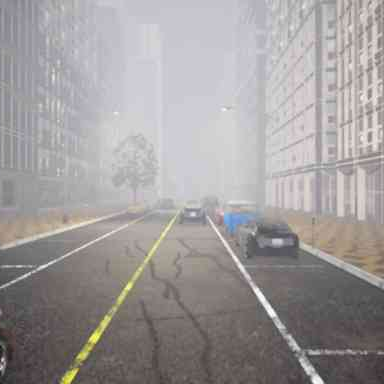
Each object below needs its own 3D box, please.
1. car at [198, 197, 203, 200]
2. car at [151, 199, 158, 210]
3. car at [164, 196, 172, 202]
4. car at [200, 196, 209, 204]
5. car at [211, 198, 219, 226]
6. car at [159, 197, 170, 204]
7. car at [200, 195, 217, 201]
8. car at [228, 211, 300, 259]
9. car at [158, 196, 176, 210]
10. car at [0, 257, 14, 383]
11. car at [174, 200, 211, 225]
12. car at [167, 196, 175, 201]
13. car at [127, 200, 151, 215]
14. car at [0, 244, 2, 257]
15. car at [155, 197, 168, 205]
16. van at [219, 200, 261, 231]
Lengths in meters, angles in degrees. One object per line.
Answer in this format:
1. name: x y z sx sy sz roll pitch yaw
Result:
1. car: 0.037 1.651 41.538 1.994 1.385 4.181 0 0 0
2. car: -5.750 1.637 40.955 2.008 1.369 4.403 0 0 0
3. car: -5.810 1.721 80.800 1.802 1.307 4.206 0 0 0
4. car: 2.588 1.652 69.586 1.752 1.417 4.829 0 0 0
5. car: 2.657 1.496 23.880 1.967 1.590 4.097 0 0 0
6. car: -5.793 1.693 69.417 1.947 1.339 4.313 0 0 0
7. car: 2.624 1.410 46.649 2.192 1.841 5.009 0 0 0
8. car: 2.674 1.597 12.494 1.947 1.339 4.313 0 0 0
9. car: -3.157 1.569 44.147 1.882 1.535 5.008 0 0 0
10. car: -3.105 1.570 2.249 1.994 1.385 4.181 0 0 0
11. car: 0.062 1.561 24.907 2.163 1.488 4.792 0 0 0
12. car: -5.827 1.699 92.185 2.008 1.369 4.403 0 0 0
13. car: -5.741 1.602 35.091 1.752 1.417 4.829 0 0 0
14. car: -5.699 1.584 6.798 1.947 1.339 4.313 0 0 0
15. car: -5.784 1.671 63.724 2.008 1.369 4.403 0 0 0
16. van: 2.666 1.385 18.189 1.690 1.788 3.998 0 0 0
